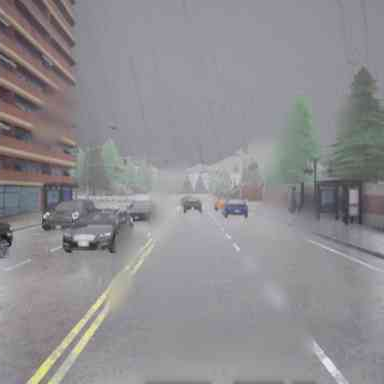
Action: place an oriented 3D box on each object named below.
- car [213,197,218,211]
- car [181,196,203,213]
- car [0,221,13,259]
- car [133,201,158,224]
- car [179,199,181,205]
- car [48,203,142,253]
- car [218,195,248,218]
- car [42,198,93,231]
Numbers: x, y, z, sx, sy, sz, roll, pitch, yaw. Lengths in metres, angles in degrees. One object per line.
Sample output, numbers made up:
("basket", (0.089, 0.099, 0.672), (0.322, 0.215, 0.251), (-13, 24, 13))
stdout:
("car", (3.607, 1.169, 38.060), (2.097, 1.767, 4.553), (0, 0, 0))
("car", (0.092, 1.337, 34.655), (1.837, 1.490, 4.892), (0, 0, 0))
("car", (-7.085, 1.448, 9.507), (2.128, 1.511, 4.902), (0, 0, 0))
("car", (-3.562, 1.364, 23.903), (1.882, 1.535, 5.008), (0, 0, 0))
("car", (-0.681, 1.306, 47.597), (2.033, 1.411, 5.357), (0, 0, -9))
("car", (-3.583, 1.428, 13.411), (2.128, 1.511, 4.902), (0, 0, 0))
("car", (3.618, 1.339, 28.840), (1.882, 1.535, 5.008), (0, 0, 0))
("car", (-7.074, 1.258, 19.844), (2.097, 1.767, 4.553), (0, 0, 0))
